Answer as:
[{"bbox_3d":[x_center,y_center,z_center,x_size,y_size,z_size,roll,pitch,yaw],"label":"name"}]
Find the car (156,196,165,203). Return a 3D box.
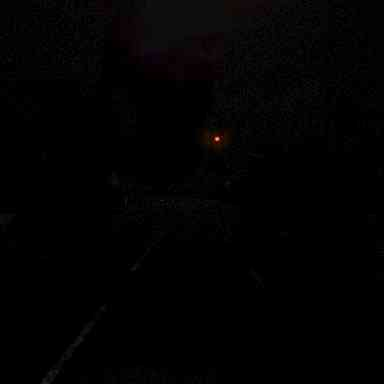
[{"bbox_3d":[-7.267,1.776,77.144,1.837,1.490,4.892,0,0,-2],"label":"car"}]
